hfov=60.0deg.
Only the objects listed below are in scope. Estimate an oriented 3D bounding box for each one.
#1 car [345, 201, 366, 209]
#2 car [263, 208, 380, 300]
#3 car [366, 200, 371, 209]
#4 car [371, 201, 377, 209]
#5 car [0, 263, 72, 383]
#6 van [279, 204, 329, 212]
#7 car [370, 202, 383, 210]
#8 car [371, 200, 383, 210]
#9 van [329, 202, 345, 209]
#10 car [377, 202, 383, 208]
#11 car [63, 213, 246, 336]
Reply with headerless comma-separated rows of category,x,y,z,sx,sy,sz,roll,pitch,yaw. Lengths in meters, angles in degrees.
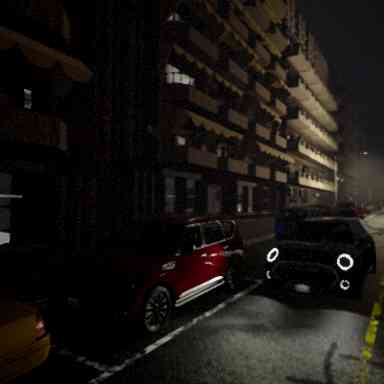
car,14.360,1.820,30.675,2.192,1.841,5.009,1,0,33
car,3.625,1.499,9.004,2.097,1.767,4.553,-1,-1,34
car,17.332,1.898,35.338,2.192,1.841,5.009,1,0,33
car,23.273,2.310,44.665,1.947,1.339,4.313,1,0,33
car,-3.568,1.590,2.551,1.752,1.417,4.829,1,0,33
van,5.443,1.618,16.684,1.690,1.788,3.998,1,0,33
car,35.161,2.634,63.317,1.887,1.381,4.507,1,-1,33
car,32.193,2.315,58.654,2.192,1.841,5.009,1,-1,33
van,8.415,1.693,21.349,1.690,1.788,3.998,1,0,33
car,44.079,2.951,77.307,1.802,1.307,4.206,1,-1,33
car,-0.500,1.451,7.359,2.192,1.841,5.009,1,0,33
